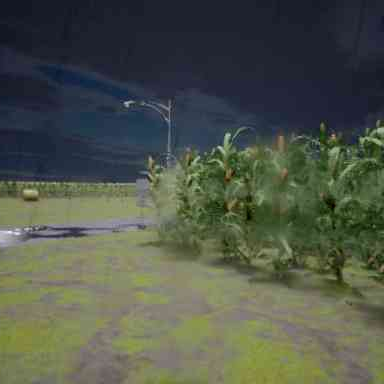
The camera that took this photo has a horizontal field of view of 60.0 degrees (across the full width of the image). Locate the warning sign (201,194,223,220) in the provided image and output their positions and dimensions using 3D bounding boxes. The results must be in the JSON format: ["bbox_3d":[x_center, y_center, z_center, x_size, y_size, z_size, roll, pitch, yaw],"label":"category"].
[{"bbox_3d":[1.504,1.123,25.277,1.300,1.860,1.060,1,1,35],"label":"warning sign"}]
